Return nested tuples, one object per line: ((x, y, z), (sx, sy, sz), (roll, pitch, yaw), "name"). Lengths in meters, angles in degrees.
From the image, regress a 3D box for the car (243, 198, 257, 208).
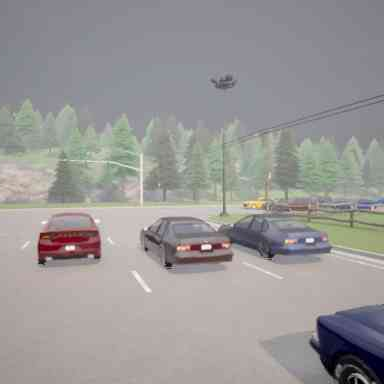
((9.163, 1.478, 44.060), (5.008, 1.535, 1.882), (0, 0, -20), "car")

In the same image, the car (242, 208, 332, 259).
((2.816, 1.548, 12.681), (2.033, 1.411, 5.357), (0, 0, -20), "car")

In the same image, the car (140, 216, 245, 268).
((-0.455, 1.548, 11.424), (2.033, 1.411, 5.357), (0, 0, -20), "car")

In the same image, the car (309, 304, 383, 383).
((2.945, 1.601, 2.047), (1.895, 1.301, 4.718), (0, 0, -20), "car")

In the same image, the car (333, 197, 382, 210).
((20.103, 1.478, 40.464), (5.008, 1.535, 1.882), (0, 0, -19), "car")

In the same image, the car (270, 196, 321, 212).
((11.666, 1.352, 37.519), (4.553, 1.767, 2.097), (0, 0, -20), "car")

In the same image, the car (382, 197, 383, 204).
((28.895, 1.478, 50.890), (5.008, 1.535, 1.882), (0, 0, -19), "car")

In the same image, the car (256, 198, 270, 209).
((10.760, 1.526, 40.892), (4.674, 1.442, 1.812), (0, 0, -18), "car")

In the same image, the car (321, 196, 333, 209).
((19.500, 1.491, 43.958), (4.902, 1.511, 2.128), (0, 0, -19), "car")

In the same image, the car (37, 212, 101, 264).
((-4.394, 1.478, 12.083), (1.882, 1.535, 5.008), (0, 0, -19), "car")

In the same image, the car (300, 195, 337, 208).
((17.866, 1.352, 47.095), (4.553, 1.767, 2.097), (0, 0, -19), "car")
